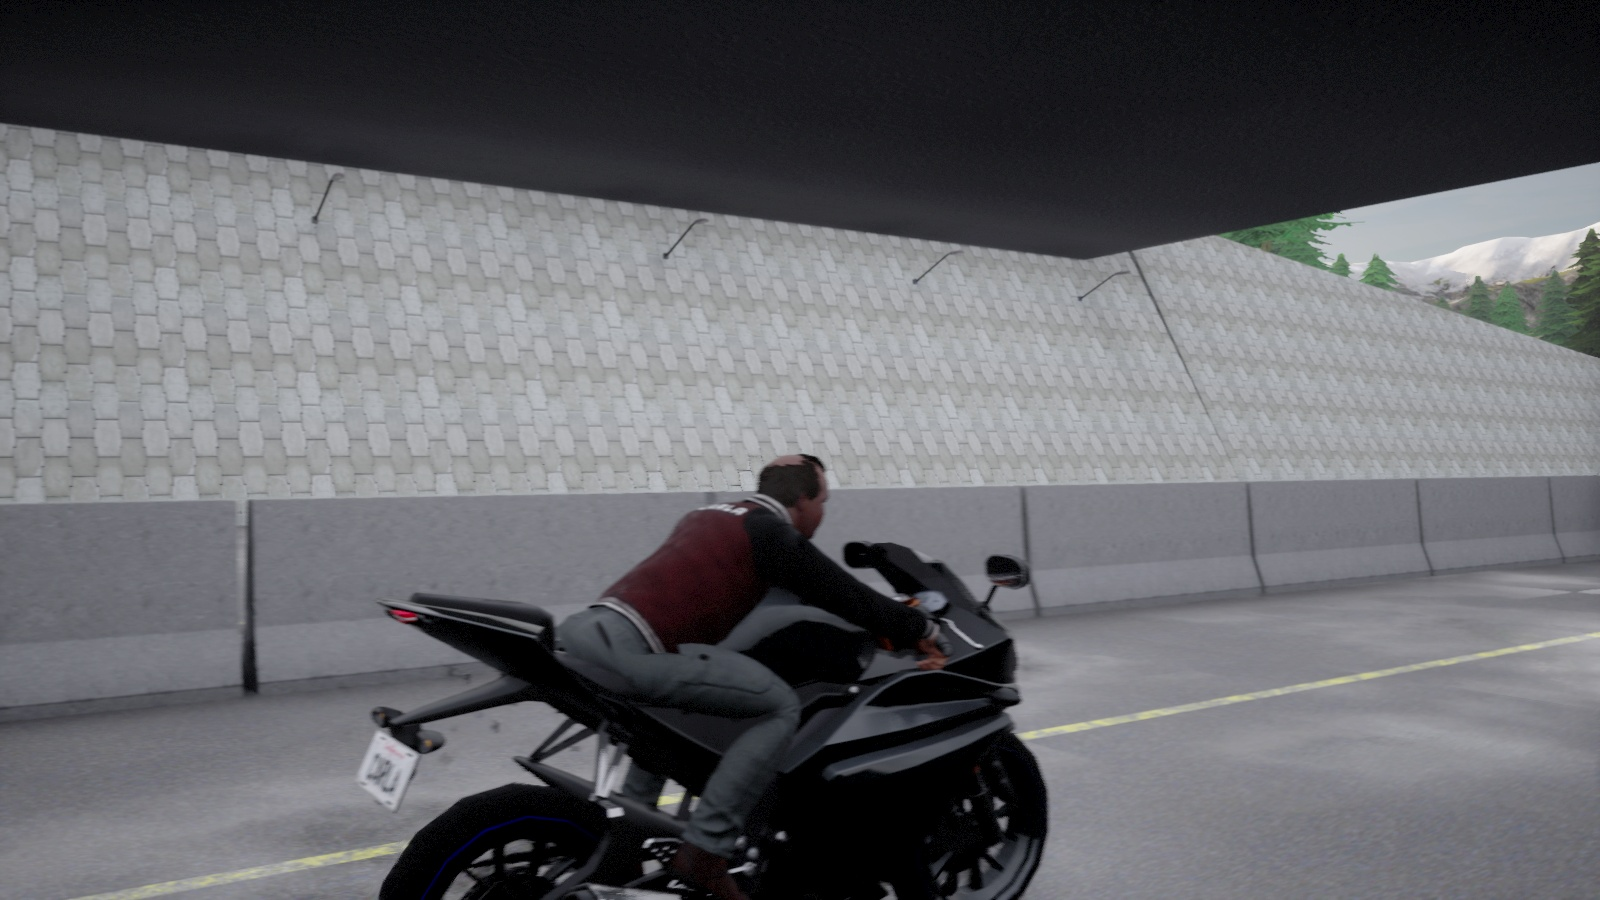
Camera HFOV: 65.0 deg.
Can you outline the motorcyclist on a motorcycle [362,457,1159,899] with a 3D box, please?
[{"bbox_3d":[-0.029,0.789,3.639,2.191,1.530,0.866,0,0,-35],"label":"motorcyclist on a motorcycle"}]
